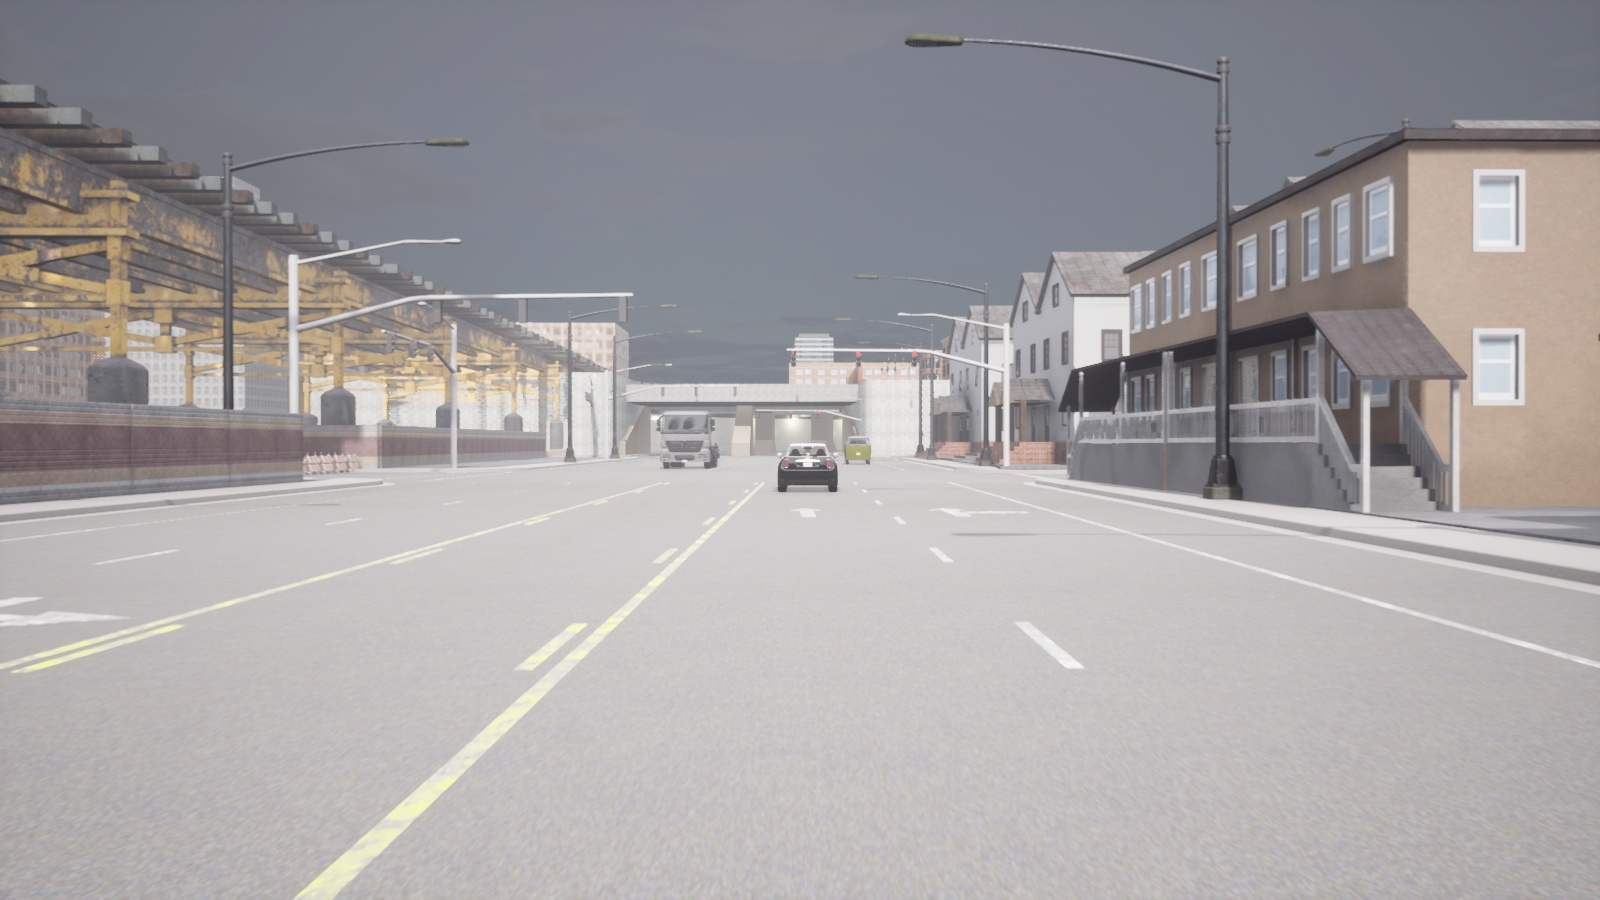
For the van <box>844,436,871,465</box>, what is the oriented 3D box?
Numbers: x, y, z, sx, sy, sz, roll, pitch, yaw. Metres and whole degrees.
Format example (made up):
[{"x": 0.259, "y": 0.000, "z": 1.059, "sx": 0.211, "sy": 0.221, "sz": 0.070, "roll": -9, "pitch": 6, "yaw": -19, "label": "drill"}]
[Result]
[{"x": 4.016, "y": 0.001, "z": 88.158, "sx": 1.775, "sy": 1.987, "sz": 4.442, "roll": 0, "pitch": 0, "yaw": 0, "label": "van"}]

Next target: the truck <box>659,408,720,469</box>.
[{"x": -6.551, "y": -0.669, "z": 75.375, "sx": 2.891, "sy": 3.462, "sz": 7.936, "roll": 0, "pitch": 0, "yaw": 0, "label": "truck"}]

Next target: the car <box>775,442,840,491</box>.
[{"x": 0.241, "y": 0.486, "z": 39.647, "sx": 1.970, "sy": 1.475, "sz": 3.806, "roll": 0, "pitch": 0, "yaw": 0, "label": "car"}]
